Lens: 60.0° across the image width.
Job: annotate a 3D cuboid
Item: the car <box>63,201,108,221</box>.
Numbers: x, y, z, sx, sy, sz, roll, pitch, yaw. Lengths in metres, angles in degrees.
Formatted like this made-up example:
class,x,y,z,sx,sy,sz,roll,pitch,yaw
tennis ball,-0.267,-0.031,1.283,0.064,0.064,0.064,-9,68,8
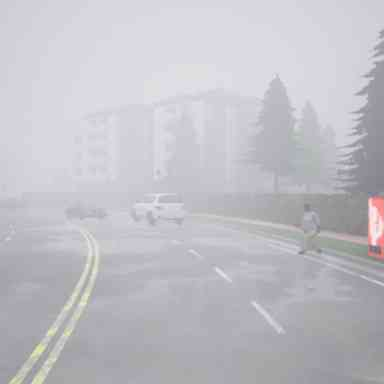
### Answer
class,x,y,z,sx,sy,sz,roll,pitch,yaw
car,-8.445,1.441,26.147,2.033,1.411,5.357,0,0,-38

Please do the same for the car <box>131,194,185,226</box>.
class,x,y,z,sx,sy,sz,roll,pitch,yaw
car,-2.407,1.128,22.723,2.150,2.045,5.566,0,0,-28

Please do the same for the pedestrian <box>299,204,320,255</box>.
class,x,y,z,sx,sy,sz,roll,pitch,yaw
pedestrian,4.029,1.246,11.414,0.375,1.860,0.375,0,0,-14

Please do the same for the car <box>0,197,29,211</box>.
class,x,y,z,sx,sy,sz,roll,pitch,yaw
car,-20.697,1.338,37.964,4.902,1.511,2.128,0,0,32

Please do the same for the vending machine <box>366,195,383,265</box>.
class,x,y,z,sx,sy,sz,roll,pitch,yaw
vending machine,6.265,1.151,10.468,1.100,2.100,0.880,0,0,-12
